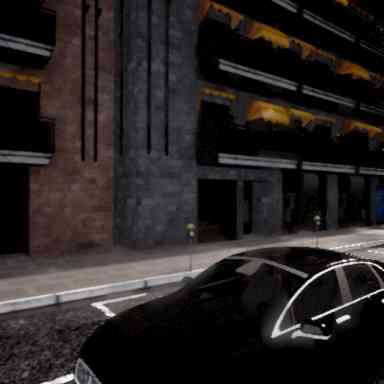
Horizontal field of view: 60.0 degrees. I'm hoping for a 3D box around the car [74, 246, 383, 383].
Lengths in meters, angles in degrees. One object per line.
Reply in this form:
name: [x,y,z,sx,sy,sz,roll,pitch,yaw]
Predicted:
car: [1.088,1.524,4.160,4.892,1.490,1.837,1,0,-36]
